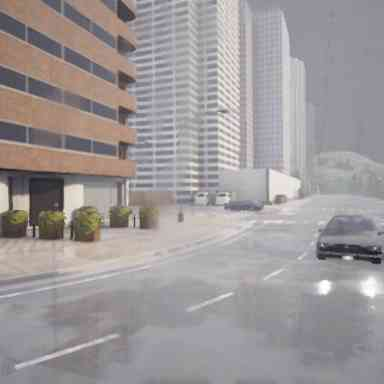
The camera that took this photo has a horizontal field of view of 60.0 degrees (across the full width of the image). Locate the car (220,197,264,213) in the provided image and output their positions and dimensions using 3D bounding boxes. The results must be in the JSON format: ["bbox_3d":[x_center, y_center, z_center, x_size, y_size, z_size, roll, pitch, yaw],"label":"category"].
[{"bbox_3d":[6.108,1.632,39.055,4.674,1.442,1.812,-1,-1,29],"label":"car"}]

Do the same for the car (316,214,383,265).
[{"bbox_3d":[5.768,1.530,12.017,2.033,1.411,5.357,-1,0,28],"label":"car"}]
